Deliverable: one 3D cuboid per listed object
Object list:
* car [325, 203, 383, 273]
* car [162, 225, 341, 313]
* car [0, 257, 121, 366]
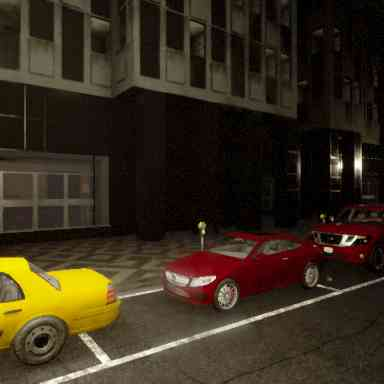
[{"bbox_3d":[5.897,1.314,10.839,5.009,1.841,2.192,0,0,-35],"label":"car"},{"bbox_3d":[1.331,1.581,7.593,4.206,1.307,1.802,0,0,-35],"label":"car"},{"bbox_3d":[-3.374,1.525,4.249,4.829,1.417,1.752,0,0,-35],"label":"car"}]
